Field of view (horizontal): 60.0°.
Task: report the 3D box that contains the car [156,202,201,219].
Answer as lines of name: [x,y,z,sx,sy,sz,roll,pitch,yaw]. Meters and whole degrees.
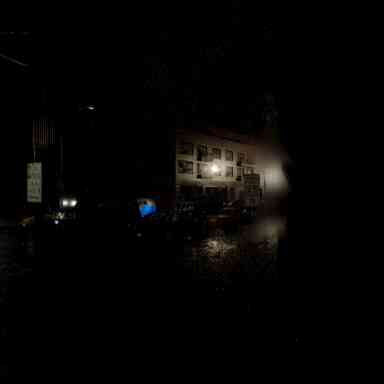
car: [-1.153,1.572,29.741,1.802,1.307,4.206,0,0,36]

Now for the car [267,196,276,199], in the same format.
car: [8.836,1.543,43.506,1.947,1.339,4.313,0,0,36]

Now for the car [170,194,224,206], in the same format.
car: [0.682,1.216,27.890,2.150,2.045,5.566,0,0,36]

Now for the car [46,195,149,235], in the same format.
car: [-5.407,1.216,19.507,2.150,2.045,5.566,0,0,36]

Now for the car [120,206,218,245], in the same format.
car: [-0.903,1.555,15.570,2.008,1.369,4.403,0,0,36]

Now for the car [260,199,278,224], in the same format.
car: [5.855,1.531,24.883,1.752,1.417,4.829,0,0,36]

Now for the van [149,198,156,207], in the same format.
van: [-4.483,1.331,25.151,1.690,1.788,3.998,0,0,36]

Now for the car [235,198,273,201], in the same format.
car: [6.751,1.589,36.238,1.895,1.301,4.718,0,0,36]

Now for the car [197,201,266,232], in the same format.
car: [2.526,1.531,20.294,1.752,1.417,4.829,0,0,36]

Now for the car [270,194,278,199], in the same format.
car: [12.167,1.287,48.094,2.192,1.841,5.009,0,0,36]

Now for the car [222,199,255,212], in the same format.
car: [5.507,1.548,38.917,1.947,1.339,4.313,0,0,36]

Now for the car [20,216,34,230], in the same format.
car: [-7.913,1.514,20.425,1.752,1.417,4.829,0,0,36]
